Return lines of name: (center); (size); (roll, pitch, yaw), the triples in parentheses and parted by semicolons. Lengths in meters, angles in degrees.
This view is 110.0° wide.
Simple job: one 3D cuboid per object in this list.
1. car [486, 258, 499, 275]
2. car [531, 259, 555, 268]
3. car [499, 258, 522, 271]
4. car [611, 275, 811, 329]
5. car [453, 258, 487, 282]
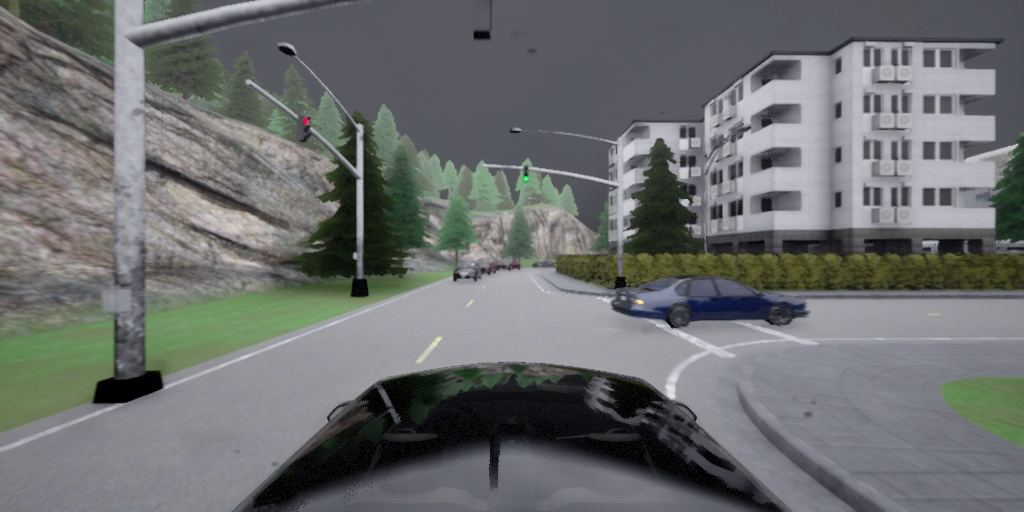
car: (-2.995, 1.038, 37.769); (2.097, 1.767, 4.553); (0, 0, 7)
car: (4.899, 1.217, 56.411); (1.994, 1.385, 4.181); (0, 0, 41)
car: (-0.447, 1.021, 47.686); (2.097, 1.767, 4.553); (0, 0, 25)
car: (5.775, 1.281, 10.723); (5.357, 1.411, 2.033); (0, 0, -6)
car: (-3.482, 1.194, 28.696); (2.128, 1.511, 4.902); (0, 0, 2)
